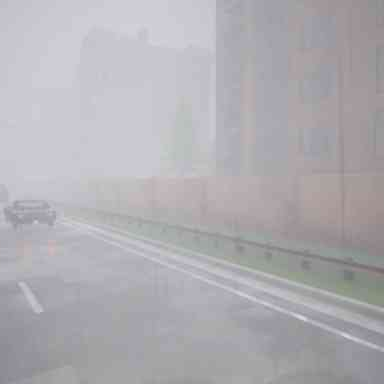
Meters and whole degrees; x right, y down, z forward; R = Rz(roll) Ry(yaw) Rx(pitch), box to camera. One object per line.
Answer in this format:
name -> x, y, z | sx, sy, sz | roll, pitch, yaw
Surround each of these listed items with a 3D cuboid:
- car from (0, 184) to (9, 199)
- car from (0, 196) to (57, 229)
car -> -20.012, 0.212, 33.783 | 2.150, 2.045, 5.566 | -1, 2, -35
car -> -8.640, 1.074, 17.540 | 1.895, 1.301, 4.718 | -1, 2, -35
